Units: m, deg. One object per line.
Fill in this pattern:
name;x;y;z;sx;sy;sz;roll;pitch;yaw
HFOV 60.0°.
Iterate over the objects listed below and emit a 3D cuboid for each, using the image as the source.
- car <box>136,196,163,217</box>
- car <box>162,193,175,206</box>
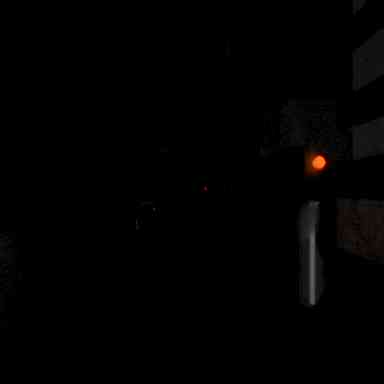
car;-4.130;1.474;31.712;1.882;1.535;5.008;0;0;0
car;-4.077;1.219;54.688;2.150;2.045;5.566;0;0;0
